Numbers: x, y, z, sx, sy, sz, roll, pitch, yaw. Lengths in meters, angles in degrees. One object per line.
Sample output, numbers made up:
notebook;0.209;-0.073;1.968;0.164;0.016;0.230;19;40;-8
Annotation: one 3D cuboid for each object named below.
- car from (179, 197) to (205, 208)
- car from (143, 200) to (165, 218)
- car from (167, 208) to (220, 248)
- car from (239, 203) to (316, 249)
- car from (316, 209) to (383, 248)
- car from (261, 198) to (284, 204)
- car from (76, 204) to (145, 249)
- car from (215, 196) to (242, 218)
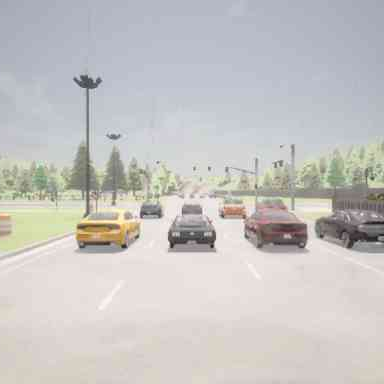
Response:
car;0.000;1.492;29.650;2.128;1.511;4.902;0;0;0
car;-3.500;1.492;29.650;2.128;1.511;4.902;0;0;0
car;0.000;1.613;14.680;1.895;1.301;4.718;0;0;0
car;3.500;1.482;14.650;1.882;1.535;5.008;0;0;0
car;7.000;1.492;14.650;2.128;1.511;4.902;0;0;0
car;7.000;1.364;29.620;2.097;1.767;4.553;0;0;0
car;-3.500;1.482;14.650;1.882;1.535;5.008;0;0;0
car;3.500;1.363;29.620;2.097;1.767;4.553;0;0;0
